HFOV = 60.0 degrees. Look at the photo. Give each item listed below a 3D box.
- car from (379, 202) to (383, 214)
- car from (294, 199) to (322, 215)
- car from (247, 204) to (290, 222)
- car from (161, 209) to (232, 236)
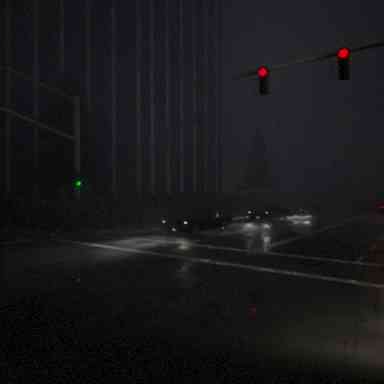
[{"bbox_3d":[20.455,1.546,34.102,2.033,1.411,5.357,0,0,36],"label":"car"},{"bbox_3d":[12.284,1.522,35.104,2.128,1.511,4.902,0,0,37],"label":"car"},{"bbox_3d":[6.289,1.635,27.004,1.895,1.301,4.718,0,0,36],"label":"car"},{"bbox_3d":[0.358,1.639,18.957,1.895,1.301,4.718,0,0,36],"label":"car"}]
